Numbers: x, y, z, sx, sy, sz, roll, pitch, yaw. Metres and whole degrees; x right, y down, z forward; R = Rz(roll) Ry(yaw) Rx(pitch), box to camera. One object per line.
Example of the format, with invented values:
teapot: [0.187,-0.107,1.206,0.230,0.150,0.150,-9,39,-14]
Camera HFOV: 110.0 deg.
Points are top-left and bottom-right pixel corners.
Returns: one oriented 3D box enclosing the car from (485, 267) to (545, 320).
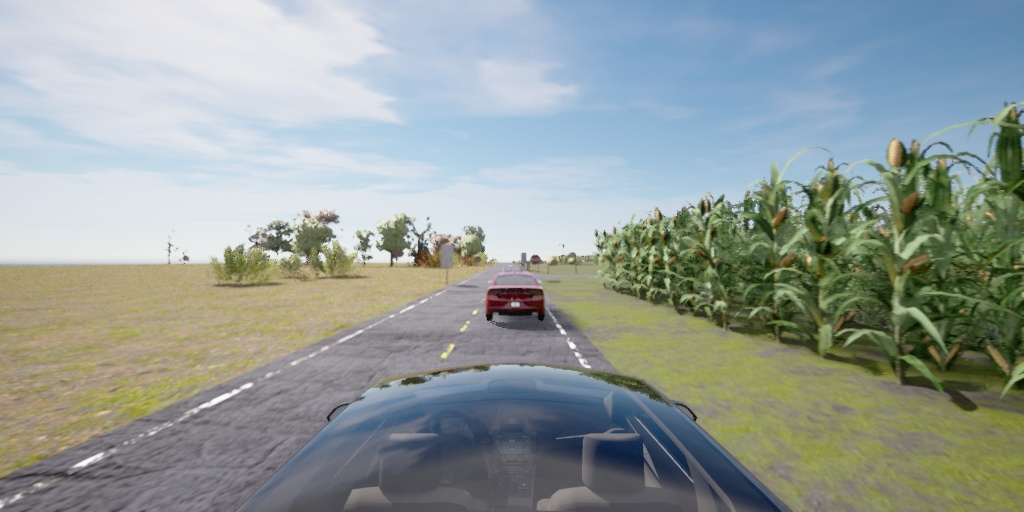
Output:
car: [0.102,1.313,13.042,1.882,1.535,5.008,0,-1,0]
